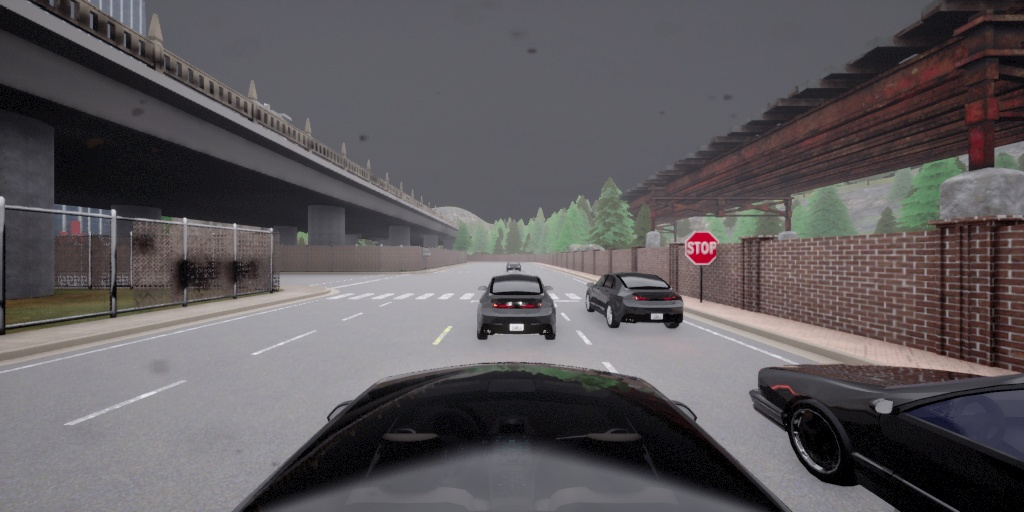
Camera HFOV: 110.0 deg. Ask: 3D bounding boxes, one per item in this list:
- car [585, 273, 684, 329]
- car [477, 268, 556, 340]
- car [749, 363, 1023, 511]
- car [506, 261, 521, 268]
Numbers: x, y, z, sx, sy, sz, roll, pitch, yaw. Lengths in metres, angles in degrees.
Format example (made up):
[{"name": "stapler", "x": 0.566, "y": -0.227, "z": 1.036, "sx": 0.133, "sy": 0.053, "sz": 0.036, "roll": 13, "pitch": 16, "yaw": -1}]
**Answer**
[{"name": "car", "x": 3.606, "y": 1.255, "z": 11.316, "sx": 1.837, "sy": 1.490, "sz": 4.892, "roll": 0, "pitch": 0, "yaw": 0}, {"name": "car", "x": 0.104, "y": 1.255, "z": 9.959, "sx": 1.837, "sy": 1.490, "sz": 4.892, "roll": 0, "pitch": 0, "yaw": 0}, {"name": "car", "x": 3.600, "y": 1.297, "z": 1.570, "sx": 2.033, "sy": 1.411, "sz": 5.357, "roll": 0, "pitch": 0, "yaw": 0}, {"name": "car", "x": 0.212, "y": 1.351, "z": 46.249, "sx": 1.895, "sy": 1.301, "sz": 4.718, "roll": 0, "pitch": 0, "yaw": -1}]
